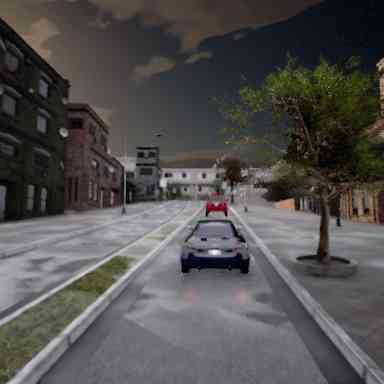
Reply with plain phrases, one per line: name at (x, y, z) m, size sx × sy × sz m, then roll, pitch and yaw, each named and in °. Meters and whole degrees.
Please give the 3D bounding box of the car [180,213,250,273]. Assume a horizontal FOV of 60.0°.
car at (0.748, 1.590, 10.900) m, size 1.994 × 1.385 × 4.181 m, roll 0°, pitch 0°, yaw 4°

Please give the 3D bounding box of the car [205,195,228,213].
car at (2.507, 1.281, 33.943) m, size 2.150 × 2.045 × 5.566 m, roll 0°, pitch 0°, yaw 4°
